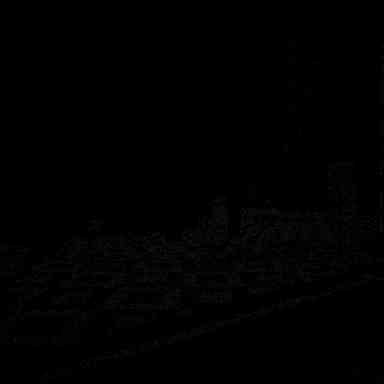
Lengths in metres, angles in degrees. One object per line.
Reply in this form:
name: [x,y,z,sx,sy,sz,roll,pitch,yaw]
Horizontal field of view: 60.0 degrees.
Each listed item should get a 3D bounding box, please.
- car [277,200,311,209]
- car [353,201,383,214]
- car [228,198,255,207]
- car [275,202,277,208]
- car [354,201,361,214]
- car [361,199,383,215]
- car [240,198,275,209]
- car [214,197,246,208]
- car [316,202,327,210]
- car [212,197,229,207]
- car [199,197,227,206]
car: [14.680,1.723,46.947,1.947,1.339,4.313,2,-1,-36]
car: [21.080,1.716,38.033,1.947,1.339,4.313,2,-1,-36]
car: [8.281,1.714,55.861,2.008,1.369,4.403,2,-1,-36]
car: [11.382,1.685,51.543,1.752,1.417,4.829,2,-1,-36]
car: [17.477,1.560,33.002,1.994,1.385,4.181,2,-1,-36]
car: [17.340,1.365,28.635,1.967,1.590,4.097,2,-1,-37]
car: [7.755,1.479,41.981,1.887,1.381,4.507,2,-1,-36]
car: [5.588,1.486,49.591,1.882,1.535,5.008,2,-1,-35]
car: [17.880,1.735,42.489,1.802,1.307,4.206,2,-1,-36]
car: [4.654,1.463,46.300,1.752,1.417,4.829,2,-1,-36]
car: [3.598,1.642,57.735,2.033,1.411,5.357,2,-1,-35]
